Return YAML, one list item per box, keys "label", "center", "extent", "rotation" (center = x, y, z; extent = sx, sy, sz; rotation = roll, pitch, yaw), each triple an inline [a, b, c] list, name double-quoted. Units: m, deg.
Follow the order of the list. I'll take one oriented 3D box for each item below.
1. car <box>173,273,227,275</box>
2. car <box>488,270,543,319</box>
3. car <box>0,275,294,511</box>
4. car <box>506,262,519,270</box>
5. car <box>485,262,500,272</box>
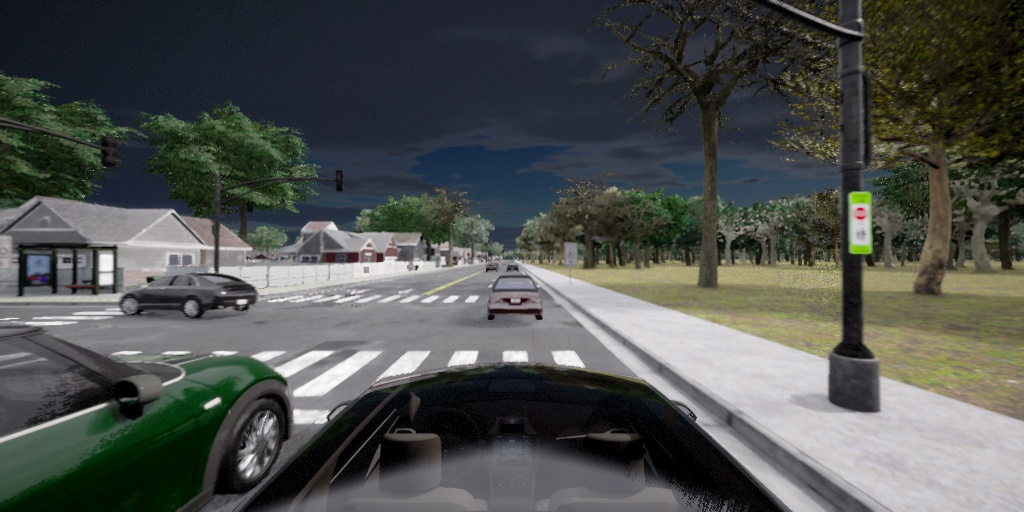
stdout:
- label: "car"
  center: [-11.798, 1.371, 13.140]
  extent: [4.892, 1.490, 1.837]
  rotation: [0, -2, 14]
- label: "car"
  center: [0.100, 1.405, 13.253]
  extent: [2.033, 1.411, 5.357]
  rotation: [0, 0, 0]
- label: "car"
  center: [-3.199, 1.102, 1.698]
  extent: [2.097, 1.767, 4.553]
  rotation: [0, -1, -1]
- label: "car"
  center: [0.102, 1.714, 56.318]
  extent: [1.882, 1.535, 5.008]
  rotation: [0, 0, 0]
- label: "car"
  center: [-3.148, 1.741, 56.336]
  extent: [1.837, 1.490, 4.892]
  rotation: [0, 0, 0]
